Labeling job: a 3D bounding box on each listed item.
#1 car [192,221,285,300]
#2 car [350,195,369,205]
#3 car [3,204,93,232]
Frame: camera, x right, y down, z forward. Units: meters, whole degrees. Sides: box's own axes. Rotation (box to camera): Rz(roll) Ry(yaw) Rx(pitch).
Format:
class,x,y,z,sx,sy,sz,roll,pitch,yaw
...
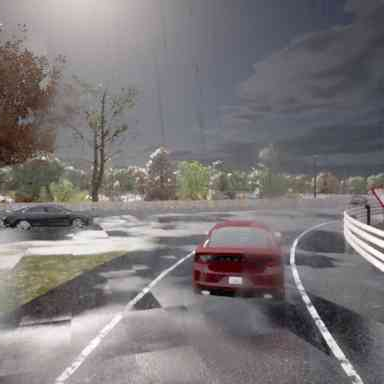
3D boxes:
class,x,y,z,sx,sy,sz,roll,pitch,yaw
car,1.272,1.476,8.551,1.882,1.535,5.008,0,0,11
car,28.101,1.532,55.727,2.033,1.411,5.357,0,0,40
car,-8.424,1.490,19.829,4.892,1.490,1.837,0,0,-23
